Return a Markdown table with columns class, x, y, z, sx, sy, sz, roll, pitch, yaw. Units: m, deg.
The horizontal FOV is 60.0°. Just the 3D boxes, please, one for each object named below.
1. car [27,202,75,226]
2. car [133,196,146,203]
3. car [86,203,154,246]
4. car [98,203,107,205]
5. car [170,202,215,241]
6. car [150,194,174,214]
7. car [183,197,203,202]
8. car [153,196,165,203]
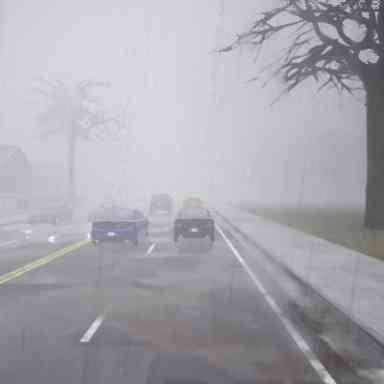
| class | x | y | z | sx | sy | sz | roll | pitch | yaw |
| --- | --- | --- | --- | --- | --- | --- | --- | --- | --- |
| car | -9.844 | 1.506 | 23.641 | 1.837 | 1.490 | 4.892 | 0 | 0 | 0 |
| car | -9.771 | 1.485 | 62.515 | 1.837 | 1.490 | 4.892 | 0 | 0 | 1 |
| car | -3.148 | 1.479 | 15.426 | 1.882 | 1.535 | 5.008 | 0 | 0 | 0 |
| car | -6.594 | 1.565 | 25.536 | 1.994 | 1.385 | 4.181 | 0 | 0 | 0 |
| car | 0.101 | 1.479 | 16.773 | 1.882 | 1.535 | 5.008 | 0 | 0 | 0 |
| car | -3.145 | 1.219 | 34.930 | 2.150 | 2.045 | 5.566 | 0 | 0 | 0 |
| car | 0.106 | 1.349 | 35.118 | 2.097 | 1.767 | 4.553 | 0 | 0 | 0 |
| car | -6.497 | 1.539 | 66.750 | 1.994 | 1.385 | 4.181 | 0 | 0 | 0 |
